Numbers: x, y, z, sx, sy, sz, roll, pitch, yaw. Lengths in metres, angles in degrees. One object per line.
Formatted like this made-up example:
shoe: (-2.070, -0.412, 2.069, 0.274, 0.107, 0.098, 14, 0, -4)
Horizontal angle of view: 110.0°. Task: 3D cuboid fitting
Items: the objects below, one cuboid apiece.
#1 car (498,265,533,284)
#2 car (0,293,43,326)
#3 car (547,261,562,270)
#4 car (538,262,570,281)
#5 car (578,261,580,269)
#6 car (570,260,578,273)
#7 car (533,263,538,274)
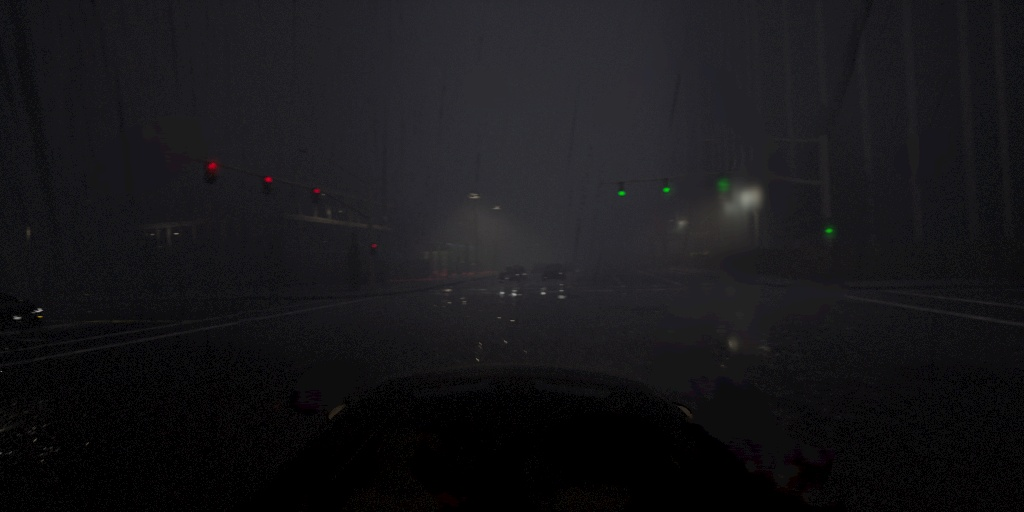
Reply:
car: (0.123, 1.586, 31.989, 2.128, 1.511, 4.902, -2, -1, 13)
car: (-22.312, 2.304, 15.021, 4.892, 1.490, 1.837, -1, 0, 13)
car: (7.649, 1.717, 64.111, 2.033, 1.411, 5.357, -2, -1, 13)
car: (3.920, 1.430, 32.882, 1.882, 1.535, 5.008, -2, 0, 13)
car: (11.054, 1.521, 63.324, 2.128, 1.511, 4.902, -2, -1, 13)
car: (7.057, 1.546, 46.371, 1.994, 1.385, 4.181, -2, -1, 13)
car: (3.643, 1.606, 47.146, 1.882, 1.535, 5.008, -2, -1, 13)
